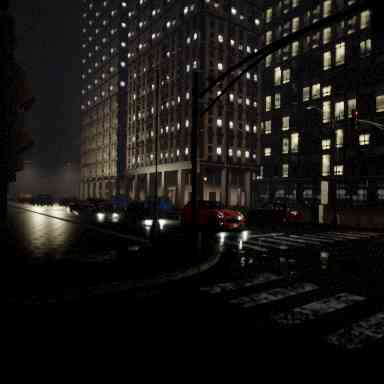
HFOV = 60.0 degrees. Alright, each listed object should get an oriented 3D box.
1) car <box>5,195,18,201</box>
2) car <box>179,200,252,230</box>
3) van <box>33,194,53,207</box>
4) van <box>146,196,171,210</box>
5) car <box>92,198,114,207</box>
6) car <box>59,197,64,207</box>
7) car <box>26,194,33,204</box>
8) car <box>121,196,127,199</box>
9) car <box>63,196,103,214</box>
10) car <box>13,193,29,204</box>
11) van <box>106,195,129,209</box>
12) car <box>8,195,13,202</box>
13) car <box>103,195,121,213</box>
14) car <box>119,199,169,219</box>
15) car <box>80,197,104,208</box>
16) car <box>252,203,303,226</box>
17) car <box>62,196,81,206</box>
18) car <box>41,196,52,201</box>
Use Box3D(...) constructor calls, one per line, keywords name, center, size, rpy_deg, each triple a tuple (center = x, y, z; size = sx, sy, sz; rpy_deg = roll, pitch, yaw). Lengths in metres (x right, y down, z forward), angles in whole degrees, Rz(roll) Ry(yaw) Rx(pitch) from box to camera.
Box3D(name="car", center=(-40.299, 1.378, 74.370), size=(2.008, 1.369, 4.403), rpy_deg=(1, -1, -35))
Box3D(name="car", center=(1.144, 1.303, 20.531), size=(2.097, 1.767, 4.553), rpy_deg=(1, -1, -35))
Box3D(name="van", center=(-20.663, 1.197, 46.746), size=(1.690, 1.788, 3.998), rpy_deg=(1, -1, -35))
Box3D(name="van", center=(-4.017, 1.382, 37.787), size=(1.690, 1.788, 3.998), rpy_deg=(1, -1, -35))
Box3D(name="car", center=(-13.837, 1.587, 51.598), size=(1.947, 1.339, 4.313), rpy_deg=(1, -1, -35))
Box3D(name="car", center=(-17.032, 1.402, 46.202), size=(2.128, 1.511, 4.902), rpy_deg=(1, -1, -35))
Box3D(name="car", center=(-23.939, 1.432, 51.348), size=(1.802, 1.307, 4.206), rpy_deg=(1, -1, -35))
Box3D(name="car", center=(-7.292, 1.584, 42.389), size=(2.008, 1.369, 4.403), rpy_deg=(1, -1, -35))
Box3D(name="car", center=(-10.850, 1.427, 32.932), size=(2.008, 1.369, 4.403), rpy_deg=(1, -1, -35))
Box3D(name="car", center=(-30.479, 1.155, 60.560), size=(2.192, 1.841, 5.009), rpy_deg=(1, -1, -35))
Box3D(name="van", center=(-10.561, 1.368, 46.996), size=(1.690, 1.788, 3.998), rpy_deg=(1, -1, -35))
Box3D(name="car", center=(-37.027, 1.397, 69.766), size=(1.947, 1.339, 4.313), rpy_deg=(1, -1, -35))
Box3D(name="car", center=(-9.928, 1.402, 36.116), size=(1.882, 1.535, 5.008), rpy_deg=(1, -1, -36))
Box3D(name="car", center=(-4.060, 1.502, 27.846), size=(1.994, 1.385, 4.181), rpy_deg=(1, -1, -35))
Box3D(name="car", center=(-14.449, 1.498, 47.904), size=(1.812, 1.442, 4.674), rpy_deg=(1, -1, -35))
Box3D(name="car", center=(5.799, 1.505, 23.973), size=(1.967, 1.590, 4.097), rpy_deg=(1, -1, -35))
Box3D(name="car", center=(-20.468, 1.465, 56.288), size=(1.837, 1.490, 4.892), rpy_deg=(1, -1, -35))
Box3D(name="car", center=(-36.743, 1.571, 83.827), size=(1.802, 1.307, 4.206), rpy_deg=(1, -1, -35))
